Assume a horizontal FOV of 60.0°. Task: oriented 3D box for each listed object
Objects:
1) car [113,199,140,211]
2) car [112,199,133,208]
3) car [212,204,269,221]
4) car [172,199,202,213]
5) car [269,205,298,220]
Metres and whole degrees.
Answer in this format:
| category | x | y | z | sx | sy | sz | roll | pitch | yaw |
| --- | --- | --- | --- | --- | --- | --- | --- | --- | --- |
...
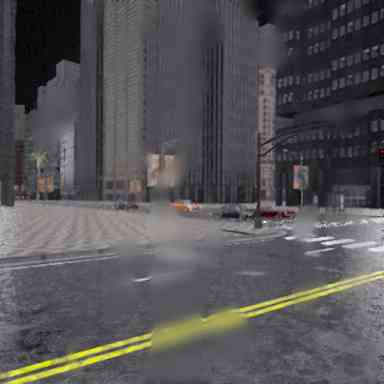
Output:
| category | x | y | z | sx | sy | sz | roll | pitch | yaw |
| --- | --- | --- | --- | --- | --- | --- | --- | --- | --- |
| car | -9.836 | 2.053 | 50.224 | 2.033 | 1.411 | 5.357 | 0 | -1 | -35 |
| car | -12.502 | 2.093 | 59.694 | 1.882 | 1.535 | 5.008 | 0 | -1 | -35 |
| car | 4.088 | 1.850 | 30.624 | 2.033 | 1.411 | 5.357 | 0 | -1 | -35 |
| car | -0.734 | 1.775 | 43.014 | 2.097 | 1.767 | 4.553 | 0 | -1 | -35 |
| car | 7.567 | 1.910 | 31.352 | 1.895 | 1.301 | 4.718 | 0 | -1 | -36 |
